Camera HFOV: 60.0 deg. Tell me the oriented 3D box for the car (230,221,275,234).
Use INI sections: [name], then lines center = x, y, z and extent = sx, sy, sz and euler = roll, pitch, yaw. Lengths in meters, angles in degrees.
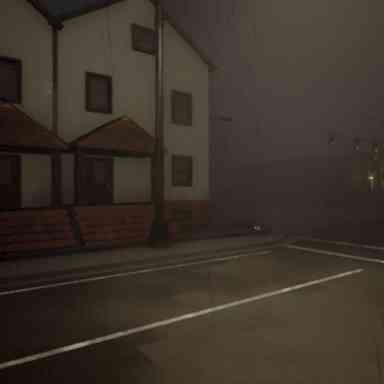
[car]
center = 4.918, 3.321, 28.988
extent = 2.097, 1.767, 4.553
euler = -1, -12, -36
